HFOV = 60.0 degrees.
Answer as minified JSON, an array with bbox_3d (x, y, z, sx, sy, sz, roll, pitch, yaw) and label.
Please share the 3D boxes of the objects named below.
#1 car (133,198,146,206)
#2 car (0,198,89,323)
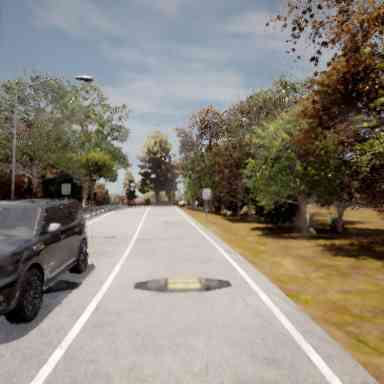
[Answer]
[{"bbox_3d":[-8.836,1.694,56.617,1.812,1.442,4.674,0,-3,-6],"label":"car"},{"bbox_3d":[-3.921,1.184,7.456,2.150,2.045,5.566,0,0,-3],"label":"car"}]
